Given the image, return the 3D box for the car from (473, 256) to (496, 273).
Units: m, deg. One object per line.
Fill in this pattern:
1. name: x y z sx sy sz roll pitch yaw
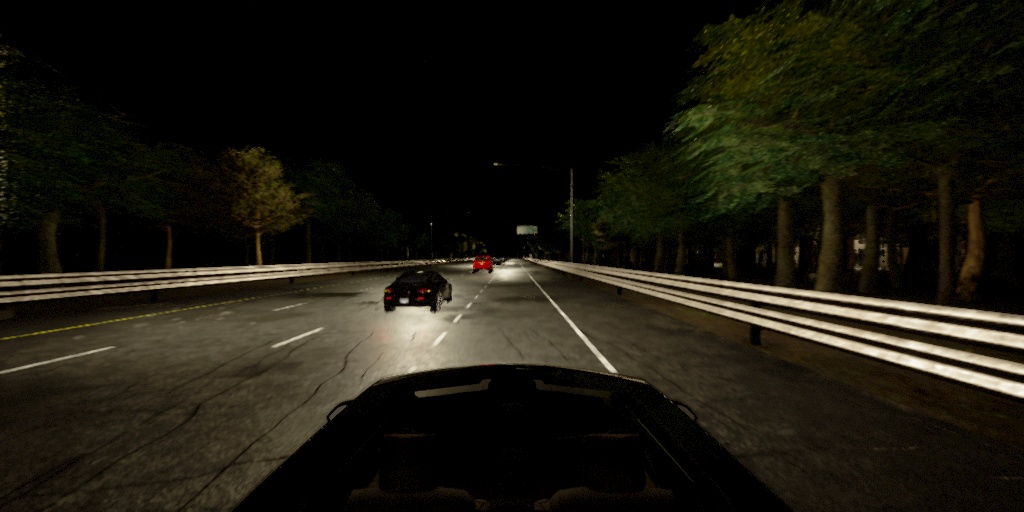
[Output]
1. car: -3.408 0.993 43.157 2.150 2.045 5.566 0 0 0

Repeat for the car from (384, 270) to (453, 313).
1. car: -3.491 1.278 13.940 1.812 1.442 4.674 0 0 0
